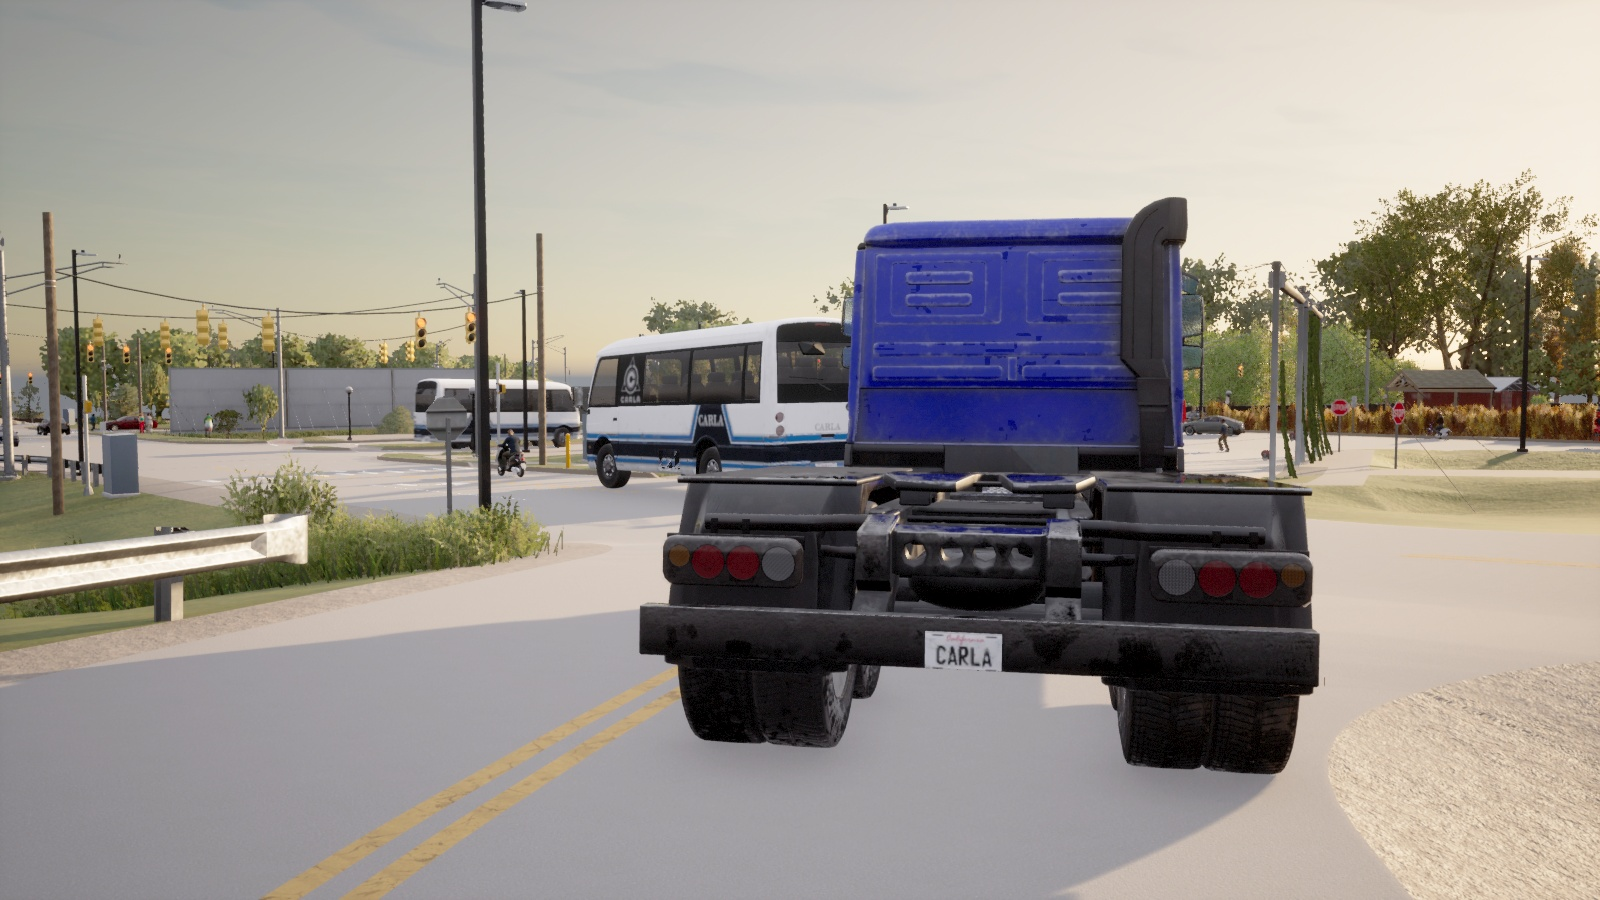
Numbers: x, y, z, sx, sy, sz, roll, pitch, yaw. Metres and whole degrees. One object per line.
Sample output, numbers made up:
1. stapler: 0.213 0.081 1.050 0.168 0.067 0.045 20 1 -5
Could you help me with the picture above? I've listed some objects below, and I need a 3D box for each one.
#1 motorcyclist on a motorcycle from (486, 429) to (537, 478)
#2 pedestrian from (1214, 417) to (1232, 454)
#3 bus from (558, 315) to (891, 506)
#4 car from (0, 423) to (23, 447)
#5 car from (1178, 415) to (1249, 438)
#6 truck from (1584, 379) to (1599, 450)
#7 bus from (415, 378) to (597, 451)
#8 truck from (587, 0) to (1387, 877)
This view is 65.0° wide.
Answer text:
1. motorcyclist on a motorcycle: -9.695 0.094 42.163 0.866 1.590 1.817 -3 3 -41
2. pedestrian: 22.546 -0.765 66.957 0.788 1.949 0.423 3 4 36
3. bus: -2.403 -1.042 33.243 3.944 4.253 10.273 -2 2 -35
4. car: -52.967 -1.008 82.948 2.033 1.411 5.357 -3 3 -39
5. car: 28.311 -1.623 86.093 4.181 1.385 1.994 2 4 37
6. truck: 47.269 -1.842 67.465 8.468 3.827 2.891 1 2 -4
7. bus: -18.006 -2.235 77.585 10.273 4.253 3.944 -2 3 -43
8. truck: 1.377 -0.288 8.546 2.891 3.462 7.936 1 1 11
